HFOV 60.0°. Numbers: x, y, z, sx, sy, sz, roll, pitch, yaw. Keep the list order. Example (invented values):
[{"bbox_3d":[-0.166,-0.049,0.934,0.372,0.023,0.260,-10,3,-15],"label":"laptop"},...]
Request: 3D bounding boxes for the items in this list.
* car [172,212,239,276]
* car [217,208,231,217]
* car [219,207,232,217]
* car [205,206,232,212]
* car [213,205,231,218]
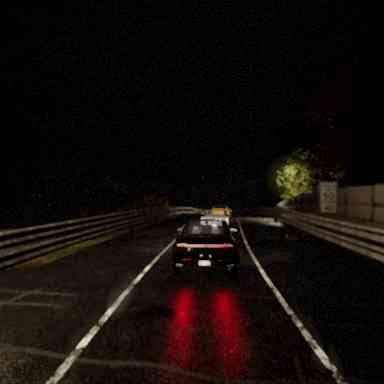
[{"bbox_3d":[0.482,1.631,10.898,2.128,1.511,4.902,0,-1,4],"label":"car"},{"bbox_3d":[4.598,2.934,47.531,1.895,1.301,4.718,0,-4,6],"label":"car"},{"bbox_3d":[5.755,3.493,56.798,1.882,1.535,5.008,0,-5,9],"label":"car"},{"bbox_3d":[1.691,1.914,23.415,1.895,1.301,4.718,0,-1,6],"label":"car"},{"bbox_3d":[3.765,2.467,41.476,2.128,1.511,4.902,0,-3,7],"label":"car"}]
